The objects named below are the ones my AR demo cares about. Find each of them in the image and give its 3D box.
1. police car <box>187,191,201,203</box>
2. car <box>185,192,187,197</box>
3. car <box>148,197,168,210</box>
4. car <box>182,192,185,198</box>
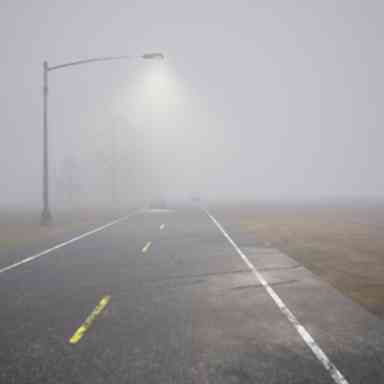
[{"bbox_3d":[0.495,1.052,56.347,1.930,1.638,5.238,0,0,-1],"label":"police car"},{"bbox_3d":[0.136,0.761,72.278,2.150,2.045,5.566,0,0,-1],"label":"car"},{"bbox_3d":[-3.861,1.299,38.748,1.994,1.385,4.181,0,0,-1],"label":"car"},{"bbox_3d":[-1.442,0.694,90.934,2.097,1.767,4.553,0,0,-2],"label":"car"}]
